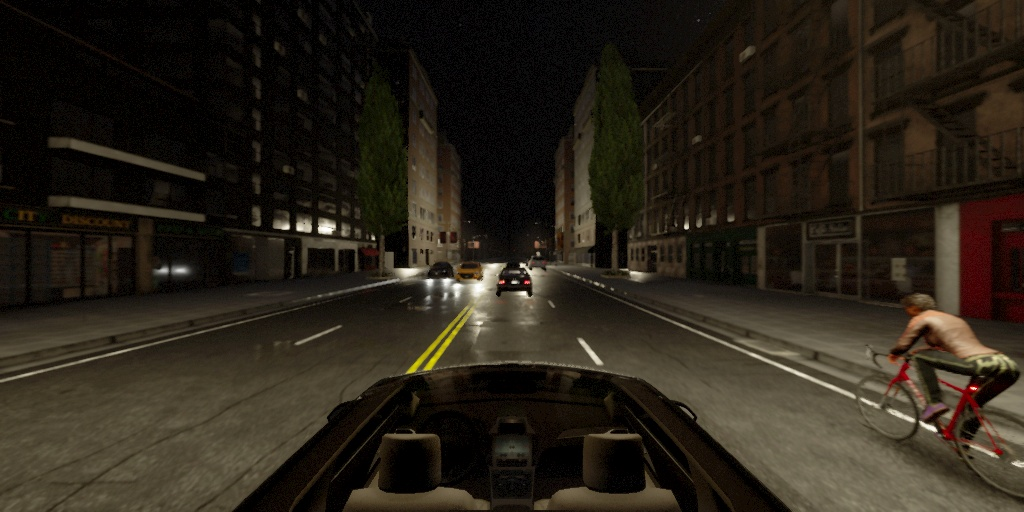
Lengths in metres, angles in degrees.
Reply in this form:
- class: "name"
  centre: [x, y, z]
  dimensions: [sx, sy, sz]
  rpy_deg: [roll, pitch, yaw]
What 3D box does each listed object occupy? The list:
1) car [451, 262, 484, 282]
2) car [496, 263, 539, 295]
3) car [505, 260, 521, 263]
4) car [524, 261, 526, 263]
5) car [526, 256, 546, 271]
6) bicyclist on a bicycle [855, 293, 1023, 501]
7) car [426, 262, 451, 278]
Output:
- class: "car"
  centre: [-3.312, 1.224, 28.777]
  dimensions: [1.882, 1.535, 5.008]
  rpy_deg: [0, 0, 0]
- class: "car"
  centre: [0.120, 1.297, 19.544]
  dimensions: [2.033, 1.411, 5.357]
  rpy_deg: [0, 0, 0]
- class: "car"
  centre: [0.159, 1.223, 48.194]
  dimensions: [1.882, 1.535, 5.008]
  rpy_deg: [0, 0, 0]
- class: "car"
  centre: [3.328, 1.248, 63.301]
  dimensions: [1.837, 1.490, 4.892]
  rpy_deg: [0, 0, 0]
- class: "car"
  centre: [3.412, 0.970, 48.861]
  dimensions: [2.150, 2.045, 5.566]
  rpy_deg: [0, 0, 0]
- class: "bicyclist on a bicycle"
  centre: [4.143, 1.207, 3.504]
  dimensions: [0.582, 1.620, 1.656]
  rpy_deg: [0, 0, 0]
- class: "car"
  centre: [-6.554, 1.268, 33.465]
  dimensions: [1.812, 1.442, 4.674]
  rpy_deg: [0, 0, 0]
